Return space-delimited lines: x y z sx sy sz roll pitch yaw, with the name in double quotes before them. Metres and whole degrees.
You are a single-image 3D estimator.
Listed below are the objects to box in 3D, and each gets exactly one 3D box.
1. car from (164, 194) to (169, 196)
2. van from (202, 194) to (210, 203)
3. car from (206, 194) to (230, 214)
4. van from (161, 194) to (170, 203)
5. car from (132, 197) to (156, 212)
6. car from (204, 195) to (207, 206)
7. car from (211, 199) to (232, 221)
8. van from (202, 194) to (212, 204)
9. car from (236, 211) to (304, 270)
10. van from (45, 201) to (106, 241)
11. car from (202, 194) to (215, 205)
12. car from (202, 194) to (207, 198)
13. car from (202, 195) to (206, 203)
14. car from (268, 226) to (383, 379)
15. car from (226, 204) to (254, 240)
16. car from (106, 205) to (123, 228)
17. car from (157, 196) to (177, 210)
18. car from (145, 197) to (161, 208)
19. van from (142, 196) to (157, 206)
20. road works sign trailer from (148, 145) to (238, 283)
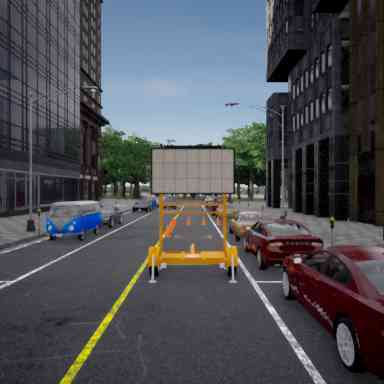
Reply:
"car" -5.600 1.539 59.719 1.752 1.417 4.829 0 0 0
"van" 2.956 1.362 70.740 1.690 1.788 3.998 0 0 0
"car" 2.851 1.318 32.677 2.192 1.841 5.009 0 0 0
"van" -5.569 1.362 70.764 1.690 1.788 3.998 0 0 0
"car" -5.659 1.570 38.139 1.947 1.339 4.313 0 0 0
"car" 2.882 1.531 43.722 1.752 1.417 4.829 0 0 0
"car" 2.837 1.527 27.410 1.752 1.417 4.829 0 0 0
"van" 2.941 1.359 65.303 1.690 1.788 3.998 0 0 0
"car" 2.792 1.545 10.927 1.887 1.381 4.507 0 0 0
"van" -5.719 1.341 16.389 1.690 1.788 3.998 0 0 0
"car" 2.926 1.329 59.866 2.192 1.841 5.009 0 0 0
"car" 2.911 1.451 54.428 1.967 1.590 4.097 0 0 0
"car" 2.896 1.553 48.990 1.887 1.381 4.507 0 0 0
"car" 2.777 1.544 5.490 1.887 1.381 4.507 0 0 0
"car" 2.807 1.525 16.535 1.752 1.417 4.829 0 0 0
"car" -5.704 1.551 21.826 2.008 1.369 4.403 0 0 0
"car" -2.980 1.554 43.317 2.033 1.411 5.357 0 0 0
"car" -5.630 1.534 48.844 1.752 1.417 4.829 0 0 0
"van" -5.644 1.347 43.576 1.690 1.788 3.998 0 0 0
"road works sign trailer" 0.026 0.464 9.640 2.380 3.560 2.880 0 0 0
